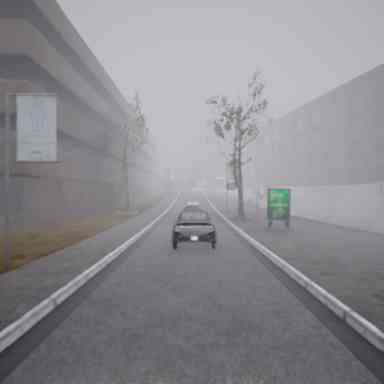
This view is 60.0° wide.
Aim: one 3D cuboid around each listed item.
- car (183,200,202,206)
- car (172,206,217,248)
[{"bbox_3d":[0.081,1.547,33.050,1.812,1.442,4.674,0,1,0],"label":"car"},{"bbox_3d":[0.091,1.593,15.264,2.128,1.511,4.902,0,0,0],"label":"car"}]
